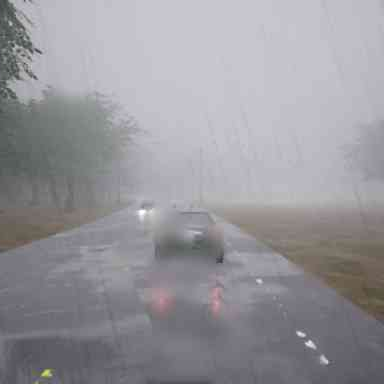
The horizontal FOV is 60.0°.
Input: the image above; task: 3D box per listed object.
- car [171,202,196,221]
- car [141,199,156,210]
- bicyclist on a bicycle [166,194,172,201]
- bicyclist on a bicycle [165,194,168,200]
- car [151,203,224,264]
[{"bbox_3d":[-0.739,1.526,27.251,1.895,1.301,4.718,0,0,-3],"label":"car"},{"bbox_3d":[-5.519,1.513,42.486,1.895,1.301,4.718,0,0,-5],"label":"car"},{"bbox_3d":[-5.005,1.271,76.228,0.582,1.620,1.656,0,0,-9],"label":"bicyclist on a bicycle"},{"bbox_3d":[-6.477,1.253,85.167,0.582,1.620,1.656,-1,0,-10],"label":"bicyclist on a bicycle"},{"bbox_3d":[-0.114,1.317,11.828,2.097,1.767,4.553,0,1,-1],"label":"car"}]
